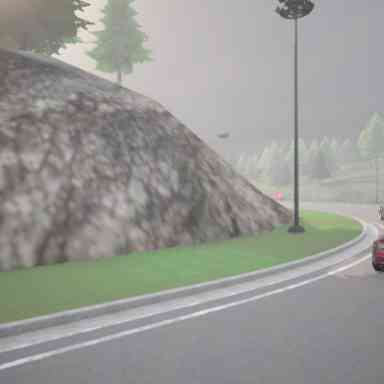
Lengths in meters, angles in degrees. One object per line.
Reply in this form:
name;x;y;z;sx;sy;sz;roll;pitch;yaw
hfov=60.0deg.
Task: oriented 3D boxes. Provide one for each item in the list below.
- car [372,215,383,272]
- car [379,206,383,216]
car;6.662;1.480;9.574;1.812;1.442;4.674;0;0;44
car;14.593;1.401;23.426;1.837;1.490;4.892;0;1;18
